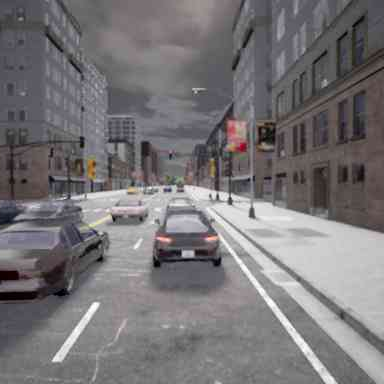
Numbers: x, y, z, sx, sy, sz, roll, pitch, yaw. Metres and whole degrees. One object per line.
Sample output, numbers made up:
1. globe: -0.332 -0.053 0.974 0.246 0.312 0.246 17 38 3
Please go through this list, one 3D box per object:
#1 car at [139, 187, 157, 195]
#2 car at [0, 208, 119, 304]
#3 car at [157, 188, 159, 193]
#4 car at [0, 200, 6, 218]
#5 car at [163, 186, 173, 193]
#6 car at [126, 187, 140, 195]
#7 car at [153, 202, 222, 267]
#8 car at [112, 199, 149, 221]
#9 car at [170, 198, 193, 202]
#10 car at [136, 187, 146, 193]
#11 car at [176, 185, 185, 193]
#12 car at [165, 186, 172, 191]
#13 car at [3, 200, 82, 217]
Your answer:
1. car: -8.819 -0.177 67.166 2.128 1.511 4.902 0 2 -2
2. car: -3.381 1.355 7.977 2.033 1.411 5.357 0 1 -1
3. car: -9.357 -0.563 82.633 2.128 1.511 4.902 0 1 -2
4. car: -10.378 1.155 17.348 2.033 1.411 5.357 0 1 -2
5. car: -6.083 -0.609 81.998 1.882 1.535 5.008 0 1 -2
6. car: -12.061 -0.179 66.960 1.882 1.535 5.008 0 2 -2
7. car: -0.201 1.257 10.246 1.812 1.442 4.674 0 1 -3
8. car: -3.839 1.071 21.195 1.895 1.301 4.718 0 1 -2
9. car: -0.639 1.034 19.825 2.033 1.411 5.357 0 1 -2
10. car: -12.603 -0.541 82.450 1.812 1.442 4.674 0 1 -2
11. car: -2.849 -0.524 82.561 1.895 1.301 4.718 0 1 -2
12. car: -6.451 -0.984 92.405 1.837 1.490 4.892 0 1 -2
13. car: -7.116 1.142 17.110 2.033 1.411 5.357 0 1 -2
